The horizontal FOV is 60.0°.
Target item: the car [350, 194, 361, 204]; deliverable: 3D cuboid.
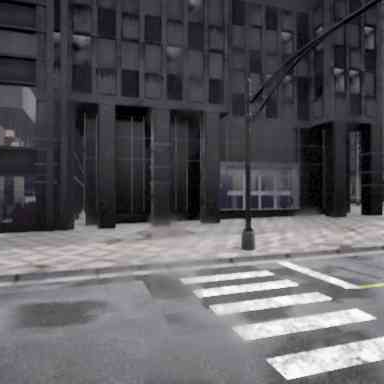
[{"bbox_3d":[23.437,1.077,46.417,2.128,1.511,4.902,0,-1,-16],"label":"car"}]
